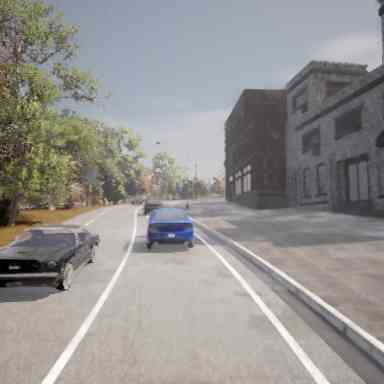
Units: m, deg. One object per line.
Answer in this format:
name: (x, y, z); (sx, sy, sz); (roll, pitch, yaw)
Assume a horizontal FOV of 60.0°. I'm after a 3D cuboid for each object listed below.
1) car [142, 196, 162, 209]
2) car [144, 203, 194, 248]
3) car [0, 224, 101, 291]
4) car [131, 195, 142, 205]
car: (-3.836, 1.448, 33.350); (1.837, 1.490, 4.892); (1, 0, -9)
car: (-1.063, 1.490, 15.042); (1.882, 1.535, 5.008); (0, 0, -7)
car: (-3.846, 1.601, 9.055); (1.895, 1.301, 4.718); (0, 0, -5)
car: (-8.347, 1.327, 52.832); (1.837, 1.490, 4.892); (-1, 0, 4)
